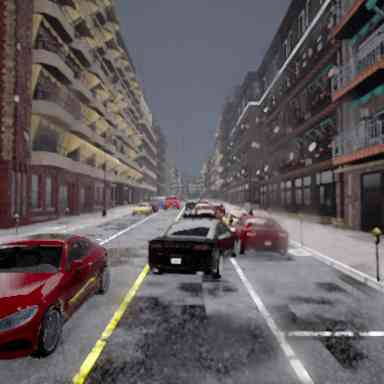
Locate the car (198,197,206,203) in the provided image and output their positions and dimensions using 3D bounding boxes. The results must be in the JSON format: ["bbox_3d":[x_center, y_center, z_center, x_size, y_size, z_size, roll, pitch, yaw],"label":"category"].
[{"bbox_3d":[2.634,2.168,90.962,1.967,1.590,4.097,1,-1,0],"label":"car"}]

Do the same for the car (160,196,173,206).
[{"bbox_3d":[-5.228,1.828,68.907,2.192,1.841,5.009,1,-1,0],"label":"car"}]

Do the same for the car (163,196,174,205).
[{"bbox_3d":[-5.223,1.880,74.436,2.192,1.841,5.009,1,-1,0],"label":"car"}]

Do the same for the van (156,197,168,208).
[{"bbox_3d":[-5.239,1.755,57.846,1.690,1.788,3.998,1,0,0],"label":"van"}]

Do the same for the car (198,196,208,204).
[{"bbox_3d":[2.627,1.931,79.900,2.192,1.841,5.009,1,-1,0],"label":"car"}]

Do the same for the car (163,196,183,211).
[{"bbox_3d":[-2.803,1.545,47.046,2.150,2.045,5.566,0,0,0],"label":"car"}]

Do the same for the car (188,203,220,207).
[{"bbox_3d":[0.843,1.652,20.201,1.812,1.442,4.674,0,0,0],"label":"car"}]

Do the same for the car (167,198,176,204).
[{"bbox_3d":[-5.220,2.237,85.496,1.947,1.339,4.313,1,-1,0],"label":"car"}]

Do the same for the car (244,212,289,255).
[{"bbox_3d":[2.597,1.627,13.531,1.887,1.381,4.507,1,0,0],"label":"car"}]

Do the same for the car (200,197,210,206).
[{"bbox_3d":[2.657,1.953,68.838,1.967,1.590,4.097,1,-1,0],"label":"car"}]

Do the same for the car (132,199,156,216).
[{"bbox_3d":[-5.263,1.762,35.553,1.752,1.417,4.829,2,0,0],"label":"car"}]

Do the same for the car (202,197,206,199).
[{"bbox_3d":[2.637,1.958,57.776,1.887,1.381,4.507,1,-1,0],"label":"car"}]

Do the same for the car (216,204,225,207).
[{"bbox_3d":[2.602,1.645,19.233,1.752,1.417,4.829,1,0,0],"label":"car"}]

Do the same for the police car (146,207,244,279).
[{"bbox_3d":[0.285,1.489,10.583,1.930,1.638,5.238,0,0,15],"label":"police car"}]

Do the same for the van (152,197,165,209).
[{"bbox_3d":[-5.243,1.708,52.314,1.690,1.788,3.998,2,0,0],"label":"van"}]

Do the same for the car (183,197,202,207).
[{"bbox_3d":[0.050,1.799,46.720,1.882,1.535,5.008,0,0,0],"label":"car"}]

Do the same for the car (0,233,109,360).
[{"bbox_3d":[-2.843,1.562,6.191,1.812,1.442,4.674,0,0,0],"label":"car"}]

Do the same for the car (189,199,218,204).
[{"bbox_3d":[0.849,1.624,26.395,1.801,1.575,5.366,0,0,0],"label":"car"}]

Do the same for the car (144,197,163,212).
[{"bbox_3d":[-5.252,1.594,41.256,2.192,1.841,5.009,2,0,0],"label":"car"}]
